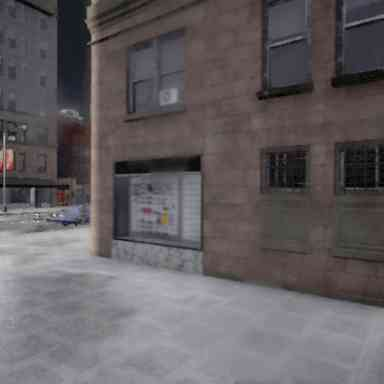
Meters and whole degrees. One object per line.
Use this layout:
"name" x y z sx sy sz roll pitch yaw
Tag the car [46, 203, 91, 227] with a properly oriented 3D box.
"car" -6.769 1.445 21.922 2.033 1.411 5.357 0 0 35
